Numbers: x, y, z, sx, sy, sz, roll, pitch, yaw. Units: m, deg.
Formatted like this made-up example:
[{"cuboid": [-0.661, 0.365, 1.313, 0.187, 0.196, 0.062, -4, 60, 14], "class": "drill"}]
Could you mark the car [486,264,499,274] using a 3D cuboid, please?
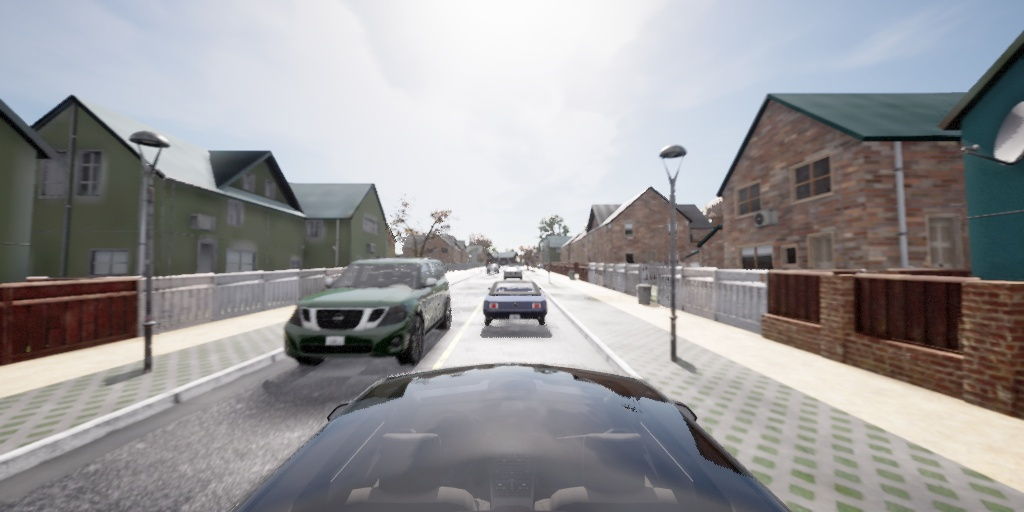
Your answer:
[{"cuboid": [-2.764, 1.877, 52.990, 2.128, 1.511, 4.902, 0, -1, 0], "class": "car"}]

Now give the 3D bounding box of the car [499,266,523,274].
[{"cuboid": [0.090, 1.660, 34.360, 2.033, 1.411, 5.357, 0, -1, 0], "class": "car"}]

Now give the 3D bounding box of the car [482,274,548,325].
[{"cuboid": [0.091, 1.463, 12.366, 1.895, 1.301, 4.718, 0, -1, 0], "class": "car"}]

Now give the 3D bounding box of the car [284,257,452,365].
[{"cuboid": [-2.852, 1.042, 8.548, 2.150, 2.045, 5.566, 0, -1, 0], "class": "car"}]
